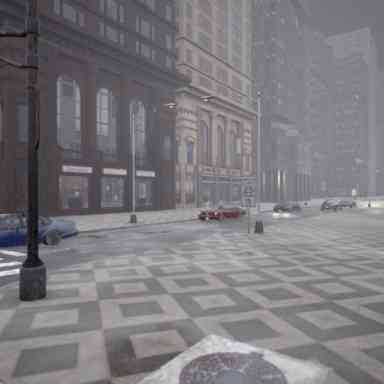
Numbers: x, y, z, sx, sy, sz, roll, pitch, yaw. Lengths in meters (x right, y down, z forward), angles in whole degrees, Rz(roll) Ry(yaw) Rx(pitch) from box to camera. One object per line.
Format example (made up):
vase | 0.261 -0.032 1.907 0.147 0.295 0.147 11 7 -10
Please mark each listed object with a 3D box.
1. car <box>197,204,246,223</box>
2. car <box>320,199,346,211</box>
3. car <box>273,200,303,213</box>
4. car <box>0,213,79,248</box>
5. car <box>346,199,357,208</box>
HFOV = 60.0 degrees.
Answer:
car | 2.415 1.675 26.482 1.895 1.301 4.718 0 0 36
car | 17.832 1.655 42.523 1.812 1.442 4.674 0 0 36
car | 11.241 1.664 38.747 2.033 1.411 5.357 0 0 36
car | -7.334 1.572 13.415 2.033 1.411 5.357 0 0 41
car | 23.736 1.702 50.766 2.033 1.411 5.357 0 0 36
